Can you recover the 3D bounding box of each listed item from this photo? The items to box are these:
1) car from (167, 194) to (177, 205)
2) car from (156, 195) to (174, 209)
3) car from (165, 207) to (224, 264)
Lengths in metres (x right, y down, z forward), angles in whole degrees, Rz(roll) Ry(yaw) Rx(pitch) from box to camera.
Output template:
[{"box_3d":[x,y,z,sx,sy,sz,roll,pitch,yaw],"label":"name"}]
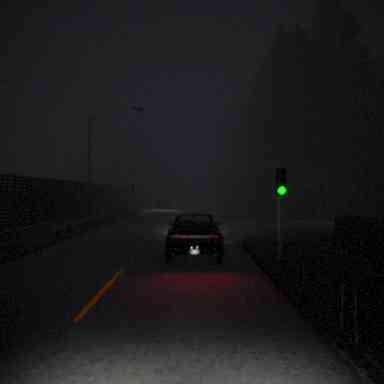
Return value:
[{"box_3d":[-4.044,1.386,63.782,2.150,2.045,5.566,0,0,0],"label":"car"},{"box_3d":[-4.101,1.604,47.984,1.882,1.535,5.008,0,0,0],"label":"car"},{"box_3d":[0.081,1.524,12.020,2.128,1.511,4.902,0,0,0],"label":"car"}]
